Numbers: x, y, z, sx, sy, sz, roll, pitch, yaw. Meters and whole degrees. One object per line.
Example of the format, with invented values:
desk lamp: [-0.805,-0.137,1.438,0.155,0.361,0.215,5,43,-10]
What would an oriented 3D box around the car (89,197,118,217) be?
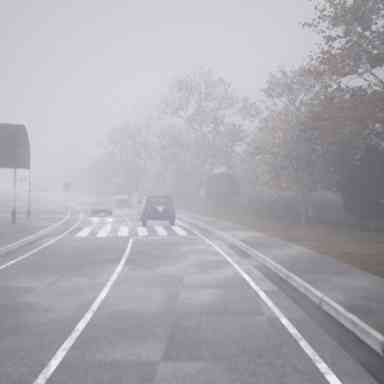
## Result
car: [-8.226,1.374,30.045,2.033,1.411,5.357,1,1,-18]

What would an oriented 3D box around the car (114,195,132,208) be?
car: [-8.940,1.117,41.704,1.882,1.535,5.008,1,1,-24]

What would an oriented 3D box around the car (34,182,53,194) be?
car: [-29.544,-0.801,65.962,2.150,2.045,5.566,2,2,-42]

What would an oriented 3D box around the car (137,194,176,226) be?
car: [-2.539,1.180,23.238,2.150,2.045,5.566,1,0,-12]
